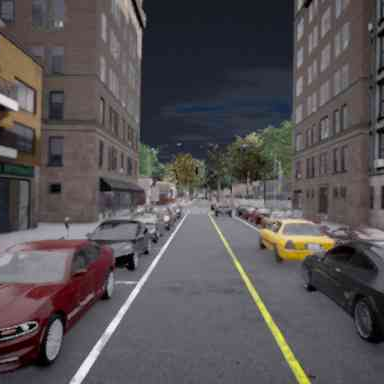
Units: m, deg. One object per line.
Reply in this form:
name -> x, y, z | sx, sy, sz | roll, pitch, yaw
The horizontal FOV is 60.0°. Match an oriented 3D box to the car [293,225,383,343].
car -> 3.632, 1.673, 6.546 | 1.812, 1.442, 4.674 | 1, -1, 1

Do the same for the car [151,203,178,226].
car -> -2.254, 1.651, 22.410 | 1.967, 1.590, 4.097 | 1, -1, 1

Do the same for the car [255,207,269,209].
car -> 5.770, 1.897, 22.416 | 1.752, 1.417, 4.829 | 1, -1, 1

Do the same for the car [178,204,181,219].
car -> -2.146, 1.801, 27.756 | 1.752, 1.417, 4.829 | 1, -1, 1

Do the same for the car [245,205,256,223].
car -> 5.879, 1.982, 27.762 | 1.887, 1.381, 4.507 | 1, -1, 1

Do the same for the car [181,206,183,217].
car -> -2.028, 1.786, 33.444 | 1.967, 1.590, 4.097 | 1, -1, 1

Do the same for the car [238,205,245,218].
car -> 5.991, 2.087, 33.278 | 1.802, 1.307, 4.206 | 1, -1, 1

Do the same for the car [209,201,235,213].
car -> 4.393, 2.122, 47.850 | 1.882, 1.535, 5.008 | 1, -1, 30

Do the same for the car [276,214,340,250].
car -> 5.652, 1.885, 16.728 | 1.802, 1.307, 4.206 | 1, -1, 1

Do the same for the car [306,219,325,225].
car -> 5.540, 1.820, 11.212 | 1.802, 1.307, 4.206 | 1, -1, 1

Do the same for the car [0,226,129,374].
car -> -2.595, 1.559, 5.858 | 1.887, 1.381, 4.507 | 1, -1, 1

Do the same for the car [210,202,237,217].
car -> 3.507, 2.003, 38.097 | 2.128, 1.511, 4.902 | 1, -1, 2

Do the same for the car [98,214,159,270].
car -> -2.482, 1.645, 11.374 | 1.947, 1.339, 4.313 | 1, -1, 1

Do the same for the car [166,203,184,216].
car -> -1.918, 1.996, 38.960 | 1.802, 1.307, 4.206 | 1, -1, 1

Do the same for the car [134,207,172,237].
car -> -2.369, 1.694, 16.891 | 2.008, 1.369, 4.403 | 1, -1, 1

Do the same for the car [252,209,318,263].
car -> 3.760, 1.675, 12.735 | 1.801, 1.575, 5.366 | 1, -1, 1
